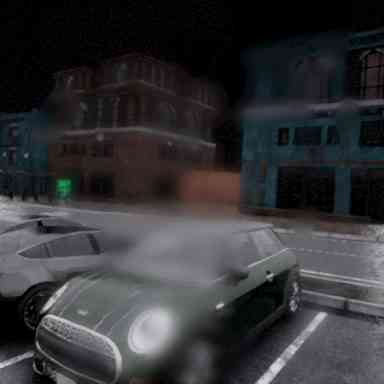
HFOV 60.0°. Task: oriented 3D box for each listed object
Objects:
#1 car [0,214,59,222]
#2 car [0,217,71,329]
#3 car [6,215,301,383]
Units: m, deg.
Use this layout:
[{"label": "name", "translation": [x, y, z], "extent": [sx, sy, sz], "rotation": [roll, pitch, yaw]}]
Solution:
[{"label": "car", "translation": [-6.794, 1.131, 9.960], "extent": [2.185, 1.767, 4.553], "rotation": [2, 1, 36]}, {"label": "car", "translation": [-2.226, 1.414, 6.773], "extent": [2.163, 1.488, 4.792], "rotation": [1, 1, 36]}, {"label": "car", "translation": [0.046, 1.311, 5.154], "extent": [2.185, 1.767, 4.553], "rotation": [1, 1, 36]}]
